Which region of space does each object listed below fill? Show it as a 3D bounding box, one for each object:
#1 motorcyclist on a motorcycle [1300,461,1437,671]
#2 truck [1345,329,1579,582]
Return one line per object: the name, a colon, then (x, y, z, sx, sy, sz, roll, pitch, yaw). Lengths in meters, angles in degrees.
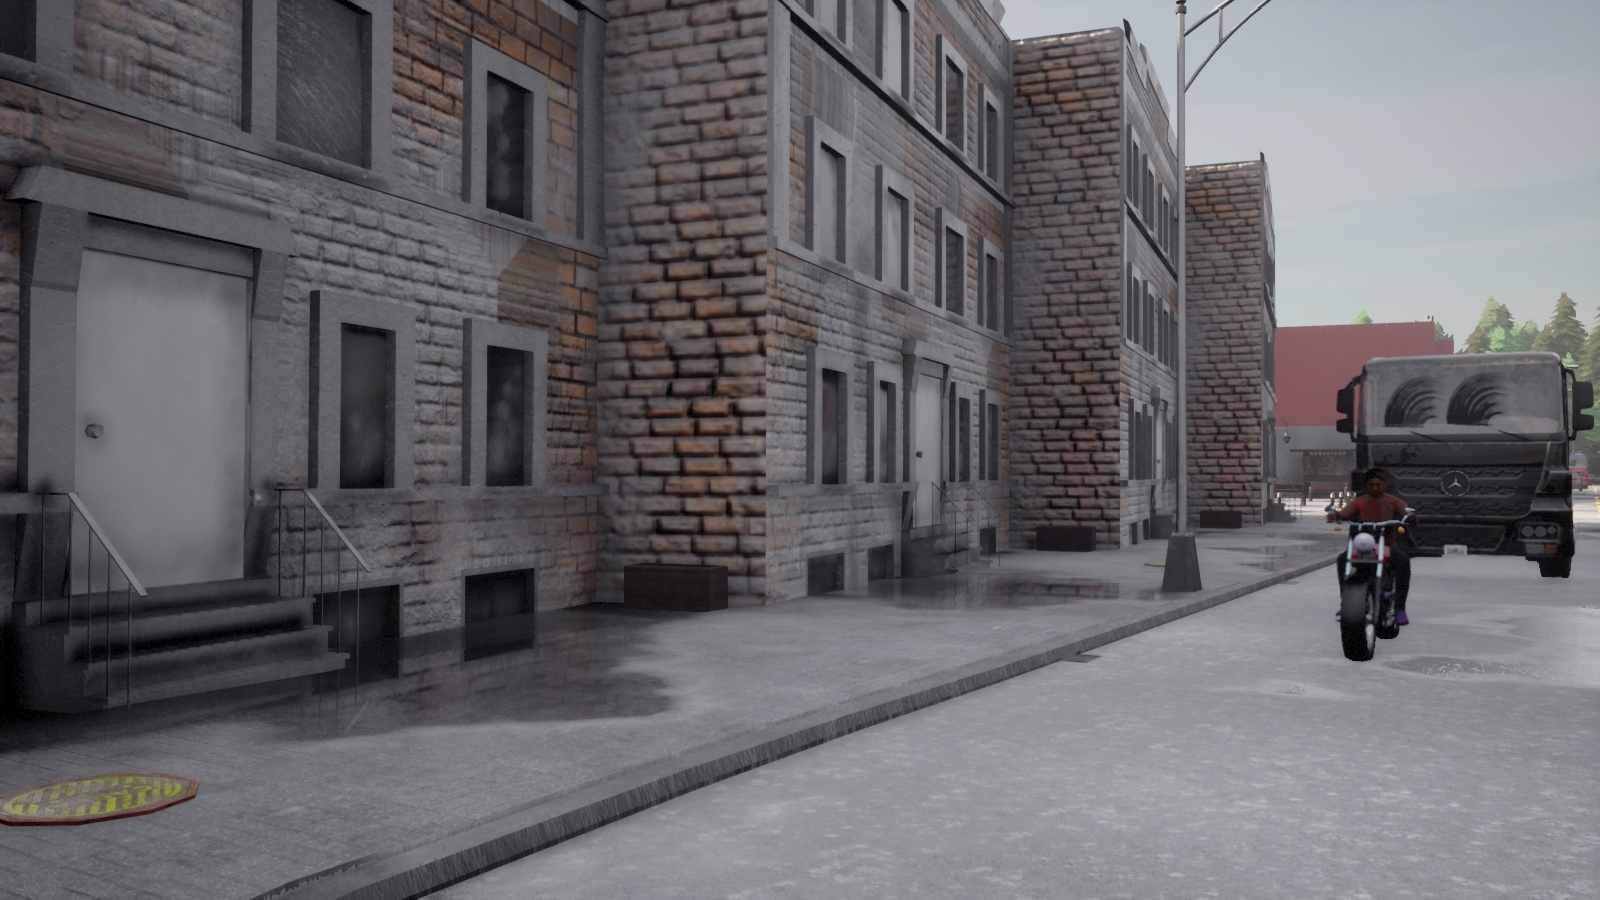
motorcyclist on a motorcycle: (5.055, 0.924, 11.071, 0.766, 1.649, 2.350, -1, -1, 32)
truck: (11.470, 0.132, 21.305, 2.891, 3.462, 7.936, -1, -1, 32)
